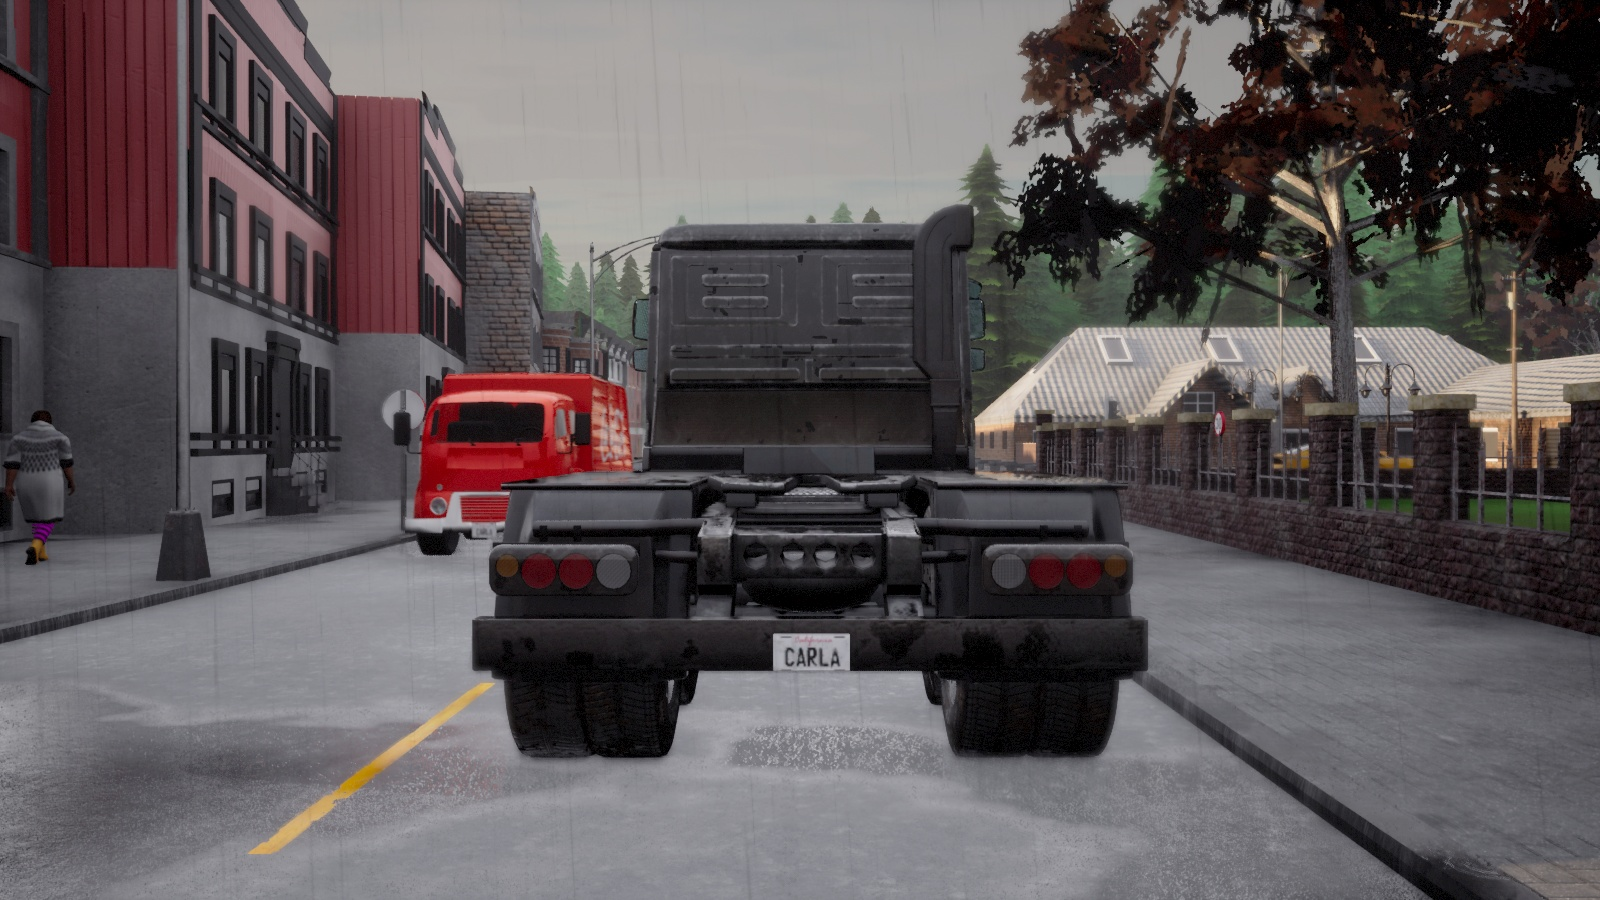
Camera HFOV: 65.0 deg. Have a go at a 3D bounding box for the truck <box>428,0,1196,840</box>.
[{"bbox_3d":[0.065,-0.284,8.702,2.891,3.462,7.936,0,0,0],"label":"truck"}]

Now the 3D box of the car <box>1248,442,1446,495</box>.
[{"bbox_3d":[16.047,0.528,36.972,5.008,1.535,1.882,0,0,-1],"label":"car"}]

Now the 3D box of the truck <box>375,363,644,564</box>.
[{"bbox_3d":[-3.894,0.155,18.029,2.627,2.467,5.204,0,0,0],"label":"truck"}]

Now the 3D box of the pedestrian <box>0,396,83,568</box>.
[{"bbox_3d":[-8.925,0.366,14.729,0.659,1.952,0.873,0,0,-12],"label":"pedestrian"}]

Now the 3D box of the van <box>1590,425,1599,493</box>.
[{"bbox_3d":[26.112,0.282,36.942,4.480,2.038,2.069,0,0,-1],"label":"van"}]
